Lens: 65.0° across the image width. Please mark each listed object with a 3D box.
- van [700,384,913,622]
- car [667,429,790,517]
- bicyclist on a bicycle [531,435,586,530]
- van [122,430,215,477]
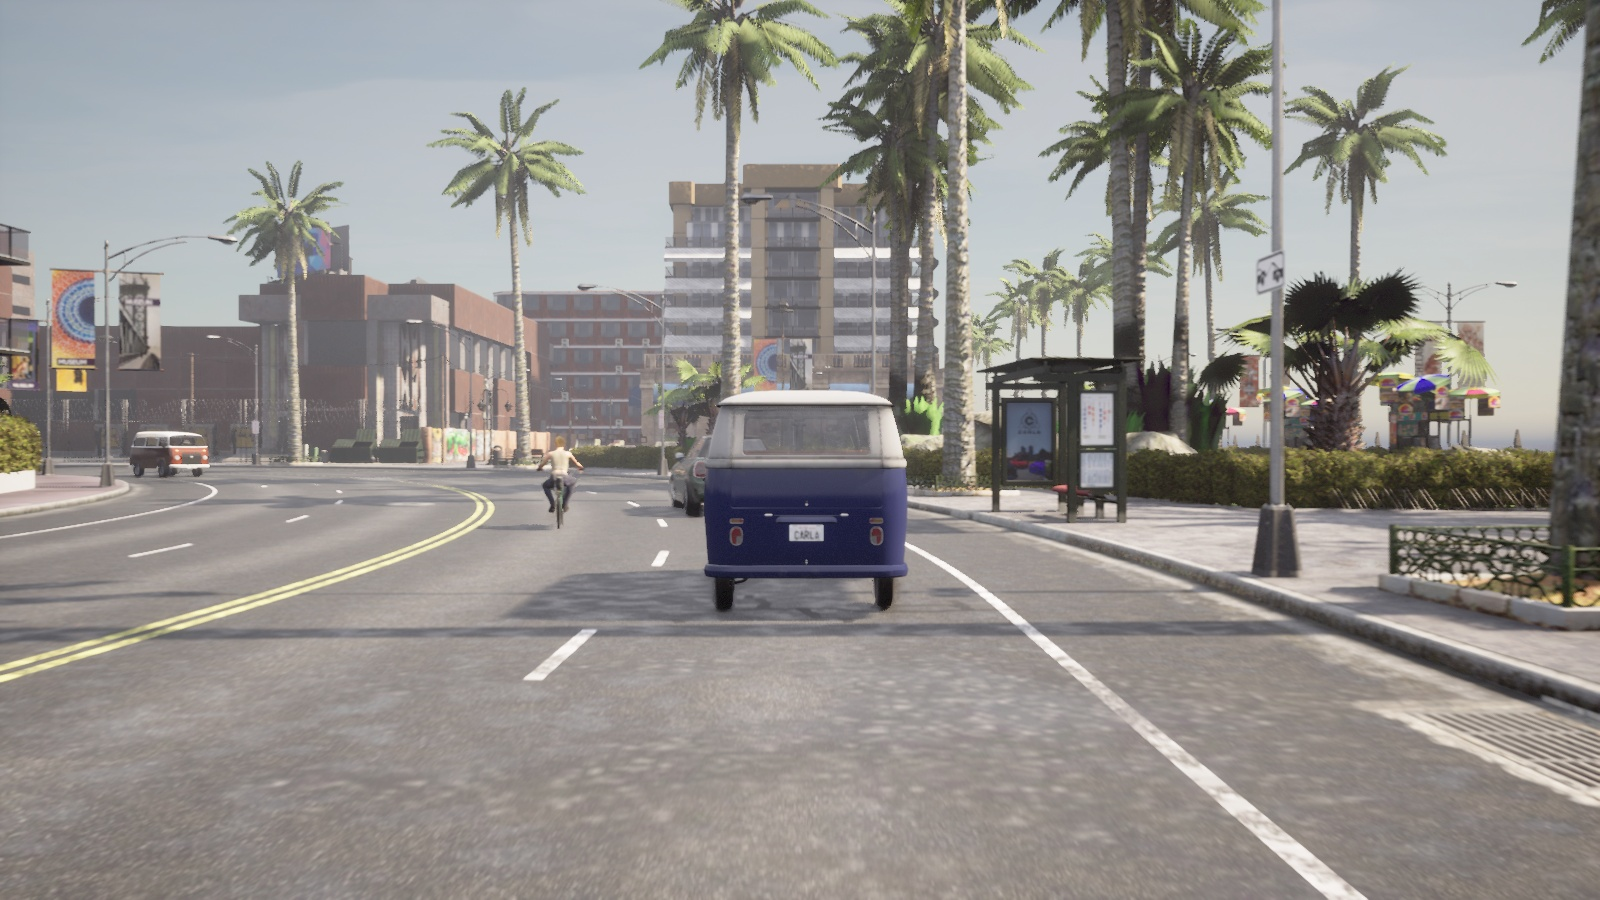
[{"bbox_3d":[0.019,0.428,12.719,1.775,1.987,4.442,0,0,-1],"label":"van"},{"bbox_3d":[-1.677,0.447,27.730,2.097,1.767,4.553,0,0,-11],"label":"car"},{"bbox_3d":[-4.268,0.554,22.289,0.866,1.612,1.509,0,0,-8],"label":"bicyclist on a bicycle"},{"bbox_3d":[-28.162,0.132,55.988,4.480,2.038,2.069,0,0,39],"label":"van"}]
